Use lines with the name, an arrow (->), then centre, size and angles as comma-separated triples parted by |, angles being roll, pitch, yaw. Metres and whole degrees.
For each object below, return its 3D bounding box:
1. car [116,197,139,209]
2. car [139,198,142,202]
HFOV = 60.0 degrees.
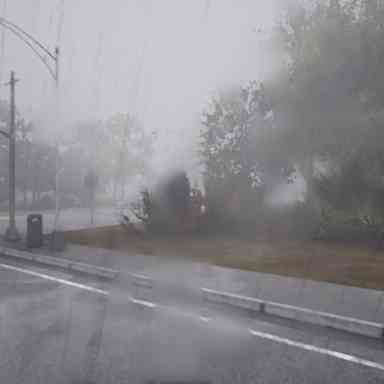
car -> -8.114, 1.465, 44.651 | 2.128, 1.511, 4.902 | 0, 0, 32
car -> -4.456, 1.577, 43.885 | 1.895, 1.301, 4.718 | 0, 0, 32
